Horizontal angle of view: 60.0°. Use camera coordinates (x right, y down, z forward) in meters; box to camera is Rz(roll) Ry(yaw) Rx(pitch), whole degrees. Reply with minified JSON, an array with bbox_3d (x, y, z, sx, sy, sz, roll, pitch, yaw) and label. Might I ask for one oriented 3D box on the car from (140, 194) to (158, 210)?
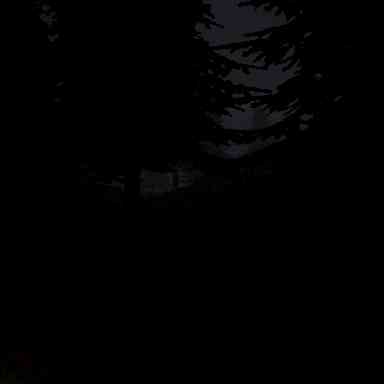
[{"bbox_3d":[-6.466,1.206,39.262,2.150,2.045,5.566,0,0,37],"label":"car"}]
